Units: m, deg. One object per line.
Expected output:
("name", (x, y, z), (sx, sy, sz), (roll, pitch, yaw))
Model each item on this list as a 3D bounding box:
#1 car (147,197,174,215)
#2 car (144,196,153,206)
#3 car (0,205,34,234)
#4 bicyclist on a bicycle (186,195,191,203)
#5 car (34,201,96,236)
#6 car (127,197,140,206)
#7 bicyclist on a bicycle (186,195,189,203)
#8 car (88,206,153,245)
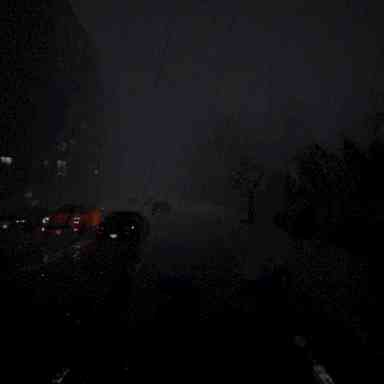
("car", (-3.252, 1.633, 35.939), (2.128, 1.511, 4.902), (0, 0, -1))
("car", (-7.423, 1.586, 59.962), (2.097, 1.767, 4.553), (0, 0, -2))
("car", (-9.853, 1.569, 19.992), (2.128, 1.511, 4.902), (0, 0, 0))
("bicyclist on a bicycle", (-0.437, 1.632, 68.520), (0.659, 1.776, 1.843), (0, 0, -4))
("car", (-6.603, 1.424, 18.634), (2.097, 1.767, 4.553), (0, 0, 0))
("car", (-10.715, 1.743, 60.828), (1.837, 1.490, 4.892), (0, 0, -2))
("bicyclist on a bicycle", (-1.057, 1.663, 77.574), (0.659, 1.776, 1.843), (0, 0, -4))
("car", (-3.149, 1.586, 15.662), (1.812, 1.442, 4.674), (0, 0, 0))
